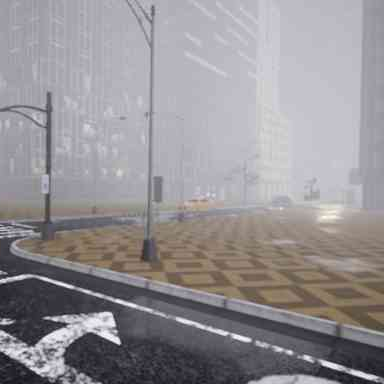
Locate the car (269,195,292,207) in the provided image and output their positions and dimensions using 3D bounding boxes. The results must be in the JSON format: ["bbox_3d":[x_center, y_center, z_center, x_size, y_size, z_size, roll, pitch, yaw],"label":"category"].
[{"bbox_3d":[13.804,1.307,51.773,2.097,1.767,4.553,2,1,37],"label":"car"}]

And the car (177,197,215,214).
[{"bbox_3d":[0.482,1.325,34.201,1.882,1.535,5.008,2,1,37],"label":"car"}]
